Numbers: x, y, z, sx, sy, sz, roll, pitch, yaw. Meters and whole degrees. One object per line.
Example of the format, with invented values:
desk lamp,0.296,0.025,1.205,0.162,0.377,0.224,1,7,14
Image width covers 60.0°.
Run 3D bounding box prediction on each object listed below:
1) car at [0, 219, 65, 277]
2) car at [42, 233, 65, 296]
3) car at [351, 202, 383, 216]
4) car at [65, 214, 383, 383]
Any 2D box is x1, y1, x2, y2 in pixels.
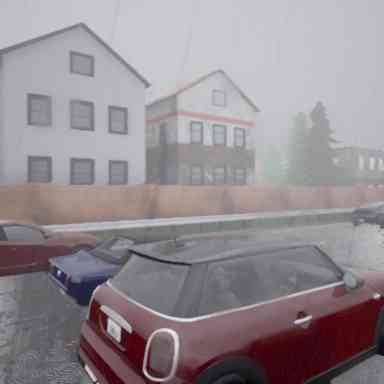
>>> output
car,-4.831,1.472,8.899,5.008,1.535,1.882,0,0,-36
car,-0.635,1.584,7.593,4.718,1.301,1.895,0,0,-36
car,11.859,1.408,20.808,4.892,1.490,1.837,0,0,-36
car,0.977,1.337,4.445,4.553,1.767,2.097,0,0,-36
